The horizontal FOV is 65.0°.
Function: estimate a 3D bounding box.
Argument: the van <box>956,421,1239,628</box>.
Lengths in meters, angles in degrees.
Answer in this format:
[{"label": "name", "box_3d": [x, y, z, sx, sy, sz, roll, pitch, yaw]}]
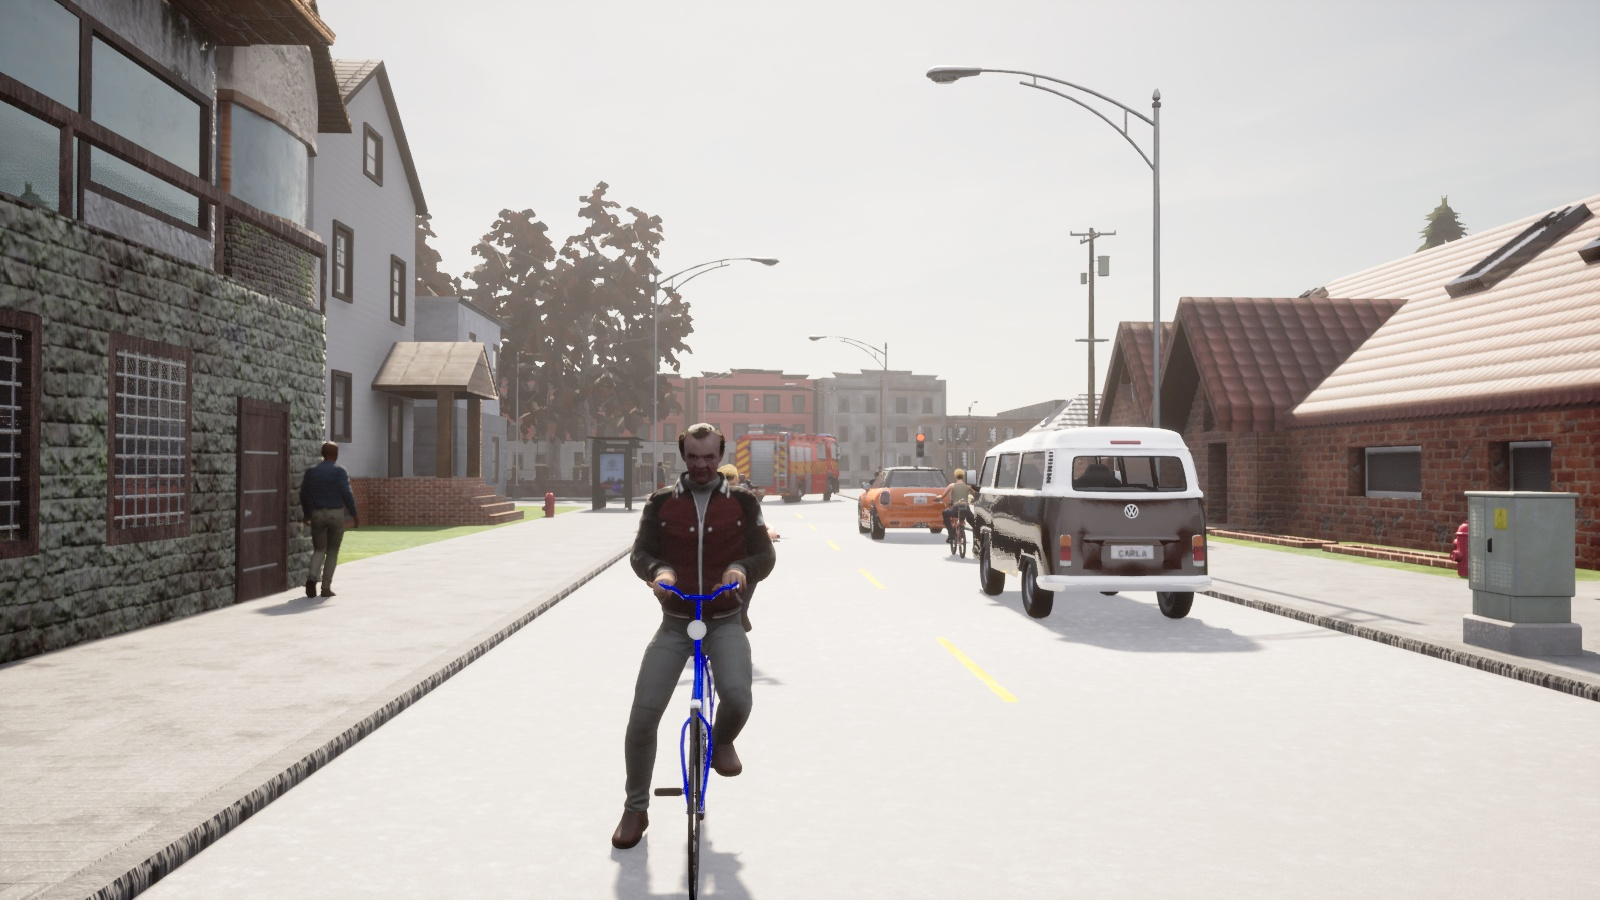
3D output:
[{"label": "van", "box_3d": [3.239, 0.772, 14.712, 2.069, 2.038, 4.480, 0, -1, -2]}]

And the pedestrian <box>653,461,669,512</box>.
[{"label": "pedestrian", "box_3d": [-5.069, 1.311, 45.766, 0.353, 1.847, 0.614, 0, -1, 15]}]

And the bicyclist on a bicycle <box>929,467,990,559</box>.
[{"label": "bicyclist on a bicycle", "box_3d": [2.899, 1.124, 22.953, 0.866, 1.612, 1.509, 0, -1, -2]}]

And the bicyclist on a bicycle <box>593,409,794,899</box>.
[{"label": "bicyclist on a bicycle", "box_3d": [-0.398, 0.772, 5.058, 0.659, 1.776, 1.843, 0, -1, -3]}]

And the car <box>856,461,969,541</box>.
[{"label": "car", "box_3d": [2.603, 1.169, 30.248, 2.097, 1.767, 4.553, 0, -1, -3]}]

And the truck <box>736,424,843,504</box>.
[{"label": "truck", "box_3d": [-0.395, 0.735, 64.687, 2.891, 3.827, 8.468, -1, -1, 19]}]

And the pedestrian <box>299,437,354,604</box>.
[{"label": "pedestrian", "box_3d": [-5.371, 0.785, 14.260, 0.370, 1.835, 0.726, 0, -1, -2]}]
